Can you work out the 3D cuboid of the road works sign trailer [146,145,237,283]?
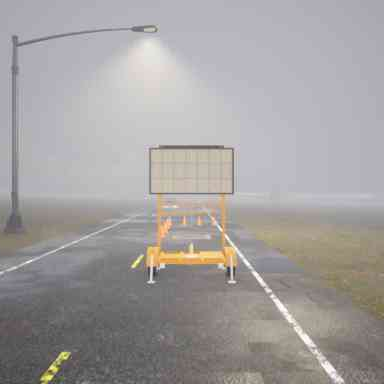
[{"bbox_3d":[-0.010,0.465,9.619,2.380,3.560,2.880,0,0,0],"label":"road works sign trailer"}]

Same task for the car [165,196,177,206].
[{"bbox_3d":[-3.554,1.481,56.843,1.882,1.535,5.008,0,0,0],"label":"car"}]
